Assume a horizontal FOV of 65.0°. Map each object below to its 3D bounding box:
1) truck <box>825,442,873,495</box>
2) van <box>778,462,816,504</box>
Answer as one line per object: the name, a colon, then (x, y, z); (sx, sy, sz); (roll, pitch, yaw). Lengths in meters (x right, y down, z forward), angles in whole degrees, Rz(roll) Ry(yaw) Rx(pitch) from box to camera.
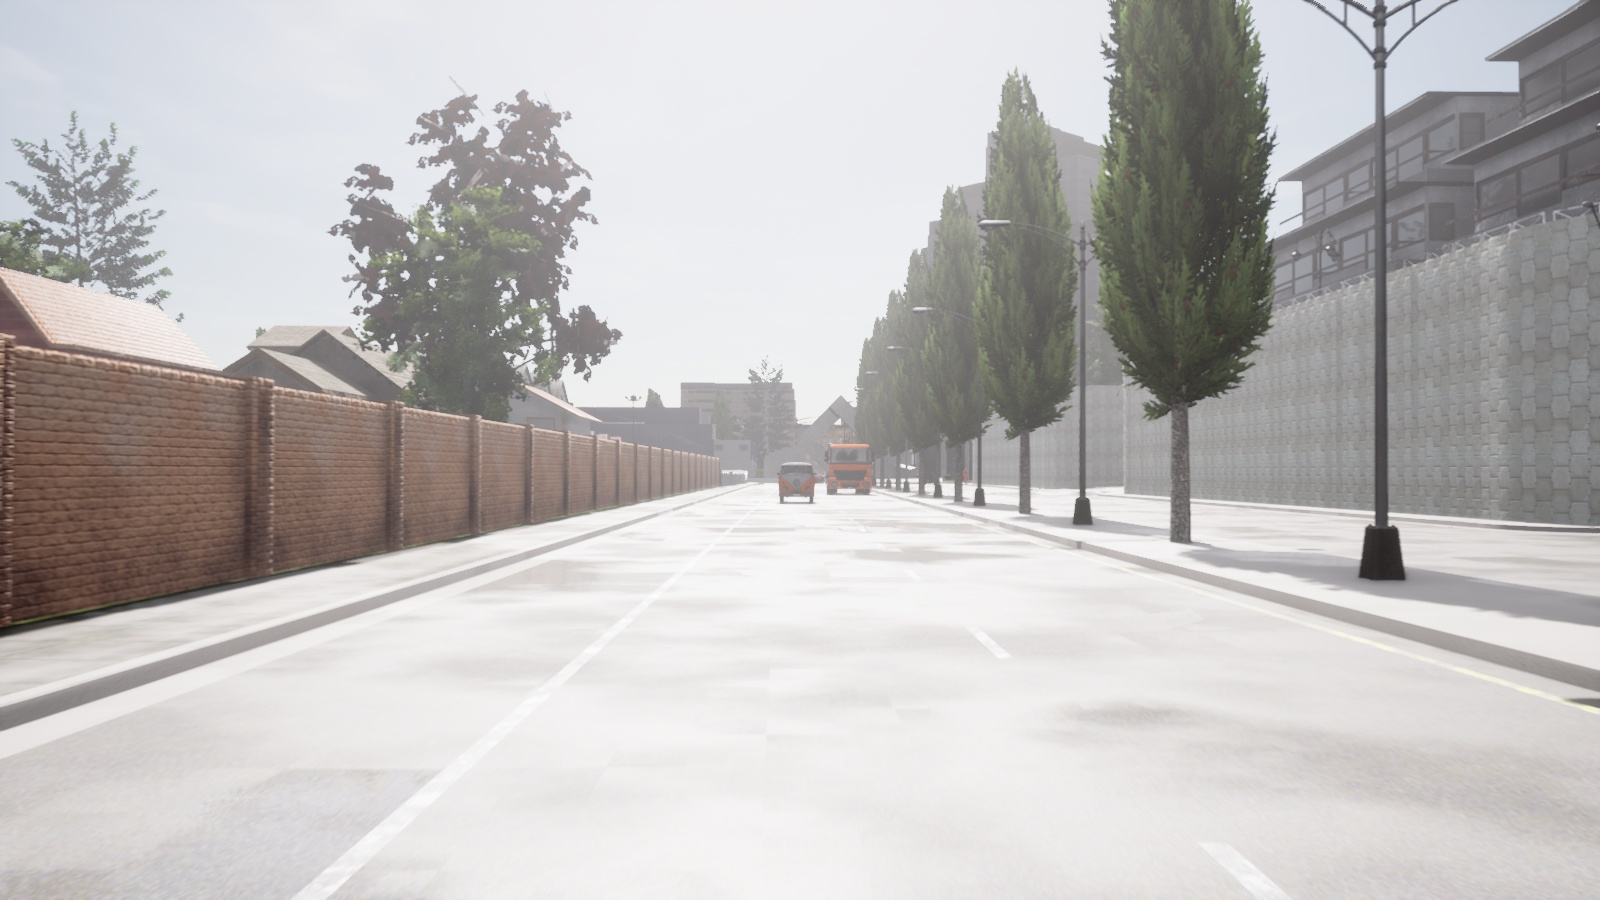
truck: (3.288, 1.261, 86.131); (2.891, 3.462, 7.936); (0, -1, 0)
van: (-0.150, 1.600, 61.657); (1.775, 1.987, 4.442); (0, -1, 0)
